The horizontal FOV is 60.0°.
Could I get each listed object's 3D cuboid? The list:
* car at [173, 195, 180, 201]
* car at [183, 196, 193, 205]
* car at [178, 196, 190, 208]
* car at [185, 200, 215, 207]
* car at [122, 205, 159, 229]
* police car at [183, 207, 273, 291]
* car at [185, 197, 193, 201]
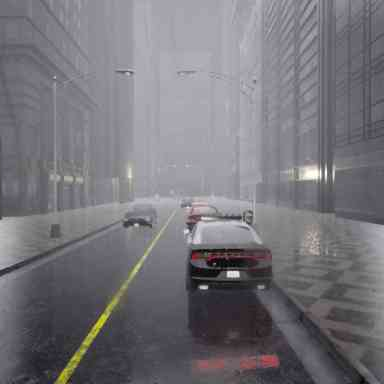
[{"bbox_3d":[-4.065,1.491,88.378,2.128,1.511,4.902,0,0,-1],"label":"car"},{"bbox_3d":[-0.726,1.524,60.275,1.812,1.442,4.674,0,0,-1],"label":"car"},{"bbox_3d":[-0.551,1.598,46.662,1.895,1.301,4.718,0,0,0],"label":"car"},{"bbox_3d":[0.669,1.476,19.063,1.882,1.535,5.008,0,0,-1],"label":"car"},{"bbox_3d":[-3.268,1.546,22.073,2.033,1.411,5.357,0,0,-1],"label":"car"},{"bbox_3d":[0.788,1.424,9.174,1.930,1.638,5.238,0,0,-1],"label":"police car"},{"bbox_3d":[0.594,1.453,25.253,1.801,1.575,5.366,0,0,-1],"label":"car"}]
